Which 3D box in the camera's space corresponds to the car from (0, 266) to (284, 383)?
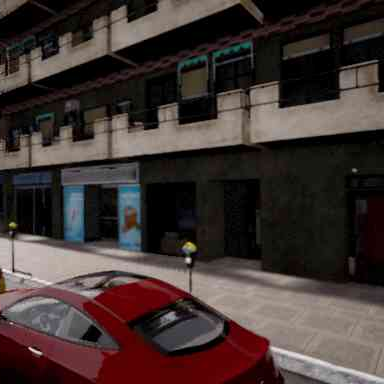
[{"bbox_3d":[-1.123,1.565,3.699,4.206,1.307,1.802,0,-1,36],"label":"car"}]
